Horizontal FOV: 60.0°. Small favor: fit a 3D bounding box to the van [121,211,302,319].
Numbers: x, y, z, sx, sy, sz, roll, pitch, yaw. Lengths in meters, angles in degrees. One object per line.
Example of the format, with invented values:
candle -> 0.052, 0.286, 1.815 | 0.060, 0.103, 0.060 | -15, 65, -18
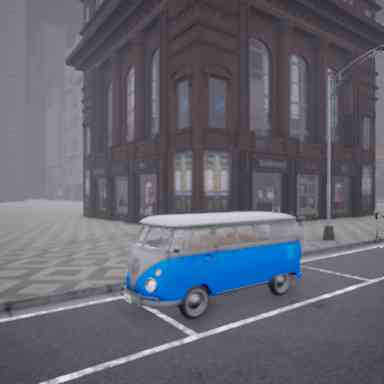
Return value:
van -> 0.581, 1.337, 7.062 | 3.998, 1.788, 1.690 | 0, 0, -36
